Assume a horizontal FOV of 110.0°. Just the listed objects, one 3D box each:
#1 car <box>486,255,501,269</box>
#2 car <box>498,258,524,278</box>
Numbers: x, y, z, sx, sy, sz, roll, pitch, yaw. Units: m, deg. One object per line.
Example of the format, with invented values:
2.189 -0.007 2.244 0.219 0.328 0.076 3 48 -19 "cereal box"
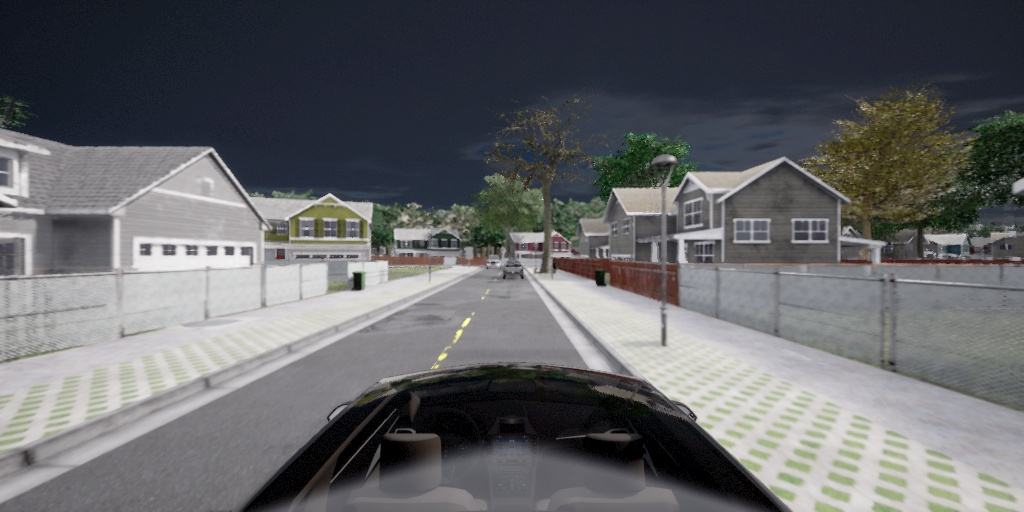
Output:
-2.732 0.913 54.048 2.150 2.045 5.566 0 0 0 "car"
0.112 1.221 33.279 2.128 1.511 4.902 0 0 0 "car"
